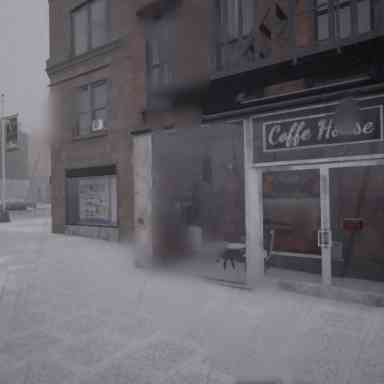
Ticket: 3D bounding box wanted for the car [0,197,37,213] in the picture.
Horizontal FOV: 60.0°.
[{"bbox_3d":[-18.569,1.340,34.072,1.882,1.535,5.008,-2,0,35],"label":"car"}]
